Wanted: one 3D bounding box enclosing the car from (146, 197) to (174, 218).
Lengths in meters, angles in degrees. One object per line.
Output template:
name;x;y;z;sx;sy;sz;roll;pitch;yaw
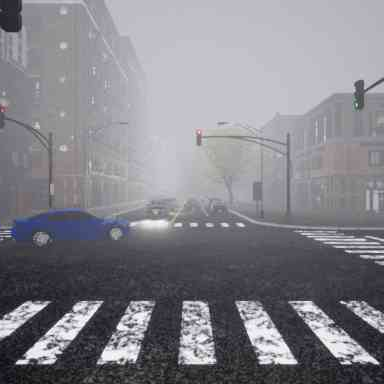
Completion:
car;-3.104;1.516;30.840;2.128;1.511;4.902;0;0;0

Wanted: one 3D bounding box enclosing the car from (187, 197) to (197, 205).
car;0.026;1.651;63.634;1.994;1.385;4.181;0;0;0

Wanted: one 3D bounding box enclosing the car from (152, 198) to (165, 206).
car;-5.697;1.651;56.418;1.802;1.307;4.206;0;0;0

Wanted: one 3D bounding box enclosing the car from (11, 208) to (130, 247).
car;-5.299;1.483;14.946;5.008;1.535;1.882;0;1;-28

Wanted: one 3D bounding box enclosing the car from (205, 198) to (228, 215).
car;2.686;1.580;33.630;2.008;1.369;4.403;0;0;0

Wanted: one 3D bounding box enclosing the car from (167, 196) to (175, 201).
car;-5.701;1.687;90.429;1.752;1.417;4.829;0;0;0

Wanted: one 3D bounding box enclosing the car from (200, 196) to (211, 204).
car;2.683;1.537;67.811;1.967;1.590;4.097;0;0;0

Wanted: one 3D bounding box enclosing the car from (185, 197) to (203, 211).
car;0.101;1.642;41.304;1.895;1.301;4.718;0;0;0

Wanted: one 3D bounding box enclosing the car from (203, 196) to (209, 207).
car;2.686;1.479;39.327;1.967;1.590;4.097;0;0;0

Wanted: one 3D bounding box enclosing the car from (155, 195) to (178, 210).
car;-3.097;1.518;40.288;1.882;1.535;5.008;0;0;0

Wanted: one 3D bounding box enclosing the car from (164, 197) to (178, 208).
car;-3.091;1.583;50.386;1.812;1.442;4.674;0;0;0

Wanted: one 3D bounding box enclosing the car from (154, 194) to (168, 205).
car;-5.698;1.397;62.115;2.192;1.841;5.009;0;0;0

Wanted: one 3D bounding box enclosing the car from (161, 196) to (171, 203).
car;-5.698;1.663;73.508;2.008;1.369;4.403;0;0;0

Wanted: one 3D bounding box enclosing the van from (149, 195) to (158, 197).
van;-5.697;1.399;50.721;1.690;1.788;3.998;0;0;0

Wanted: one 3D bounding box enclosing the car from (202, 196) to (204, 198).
car;2.685;1.488;45.023;1.967;1.590;4.097;0;0;0
